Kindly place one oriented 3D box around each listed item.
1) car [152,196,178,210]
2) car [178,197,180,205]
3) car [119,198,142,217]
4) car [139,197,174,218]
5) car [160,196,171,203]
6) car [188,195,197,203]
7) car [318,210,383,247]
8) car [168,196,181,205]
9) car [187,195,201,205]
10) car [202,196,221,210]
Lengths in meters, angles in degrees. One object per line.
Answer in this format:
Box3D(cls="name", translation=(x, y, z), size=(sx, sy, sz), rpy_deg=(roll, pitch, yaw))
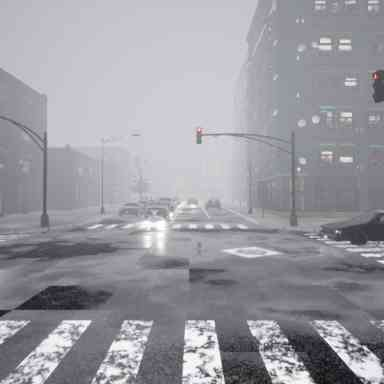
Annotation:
Box3D(cls="car", translation=(-3.090, 1.363, 38.924), size=(2.097, 1.767, 4.553), rpy_deg=(0, 0, 0))
Box3D(cls="car", translation=(-3.084, 1.539, 47.919), size=(1.812, 1.442, 4.674), rpy_deg=(0, 0, 0))
Box3D(cls="car", translation=(-5.748, 1.554, 31.757), size=(1.887, 1.381, 4.507), rpy_deg=(1, 0, 0))
Box3D(cls="car", translation=(-3.093, 1.500, 29.905), size=(2.128, 1.511, 4.902), rpy_deg=(0, 0, 0))
Box3D(cls="car", translation=(-5.666, 1.604, 71.559), size=(1.802, 1.307, 4.206), rpy_deg=(1, 0, 0))
Box3D(cls="car", translation=(0.091, 1.499, 69.976), size=(1.882, 1.535, 5.008), rpy_deg=(0, 0, 0))
Box3D(cls="car", translation=(8.349, 1.500, 14.383), size=(5.357, 1.411, 2.033), rpy_deg=(-1, -1, -4))
Box3D(cls="car", translation=(-3.044, 1.495, 58.345), size=(1.882, 1.535, 5.008), rpy_deg=(0, 0, 1))
Box3D(cls="car", translation=(0.118, 1.581, 58.279), size=(1.994, 1.385, 4.181), rpy_deg=(0, 0, -1))
Box3D(cls="car", translation=(2.712, 1.452, 43.185), size=(1.967, 1.590, 4.097), rpy_deg=(1, 0, 0))
